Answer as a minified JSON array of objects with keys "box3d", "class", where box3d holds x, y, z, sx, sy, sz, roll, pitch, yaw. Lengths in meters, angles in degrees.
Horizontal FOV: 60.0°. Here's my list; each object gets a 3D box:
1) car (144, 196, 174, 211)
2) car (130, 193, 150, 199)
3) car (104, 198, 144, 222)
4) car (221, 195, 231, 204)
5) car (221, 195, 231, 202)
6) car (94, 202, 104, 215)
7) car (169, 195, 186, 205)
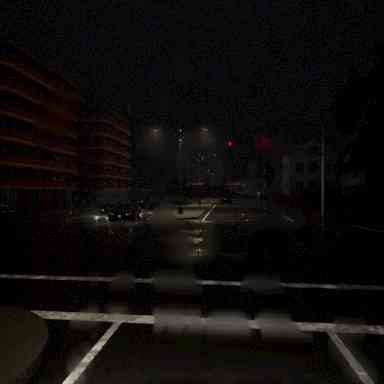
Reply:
[{"box3d":[-4.006,1.547,41.144,2.033,1.411,5.357,0,0,6],"class":"car"},{"box3d":[-7.075,1.222,45.576,2.150,2.045,5.566,0,0,6],"class":"car"},{"box3d":[-5.200,1.505,26.037,1.837,1.490,4.892,0,0,-1],"class":"car"},{"box3d":[6.743,1.505,65.602,1.837,1.490,4.892,0,0,6],"class":"car"},{"box3d":[7.679,1.523,75.645,2.128,1.511,4.902,0,0,6],"class":"car"},{"box3d":[-8.294,1.564,33.725,1.994,1.385,4.181,0,0,6],"class":"car"},{"box3d":[-2.187,1.547,58.696,2.033,1.411,5.357,0,0,6],"class":"car"}]
